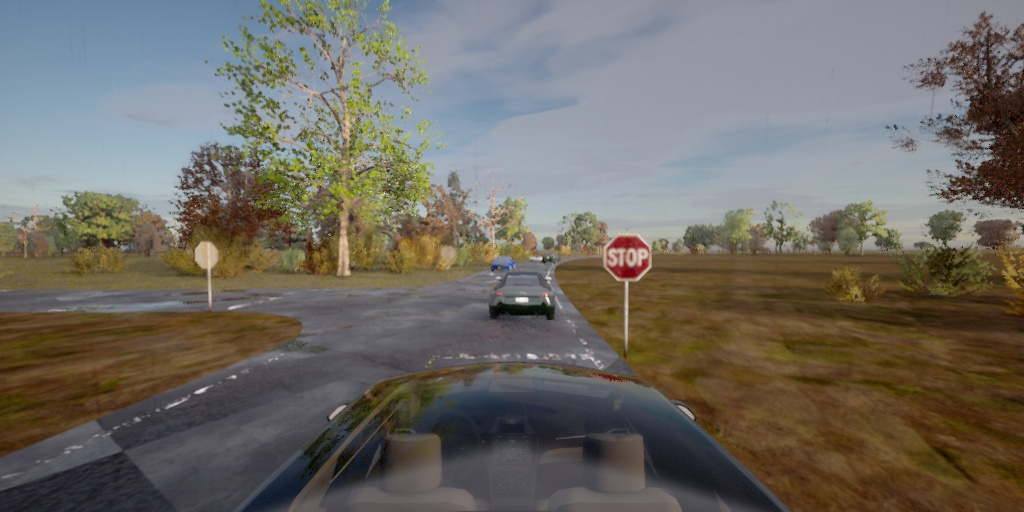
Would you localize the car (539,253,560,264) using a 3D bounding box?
[{"bbox_3d":[6.197,0.311,59.186,2.097,1.767,4.553,0,1,12],"label":"car"}]

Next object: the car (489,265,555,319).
[{"bbox_3d":[0.372,1.174,12.095,1.994,1.385,4.181,0,1,2],"label":"car"}]

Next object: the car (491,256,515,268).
[{"bbox_3d":[-0.864,0.758,35.920,1.882,1.535,5.008,0,1,7],"label":"car"}]
